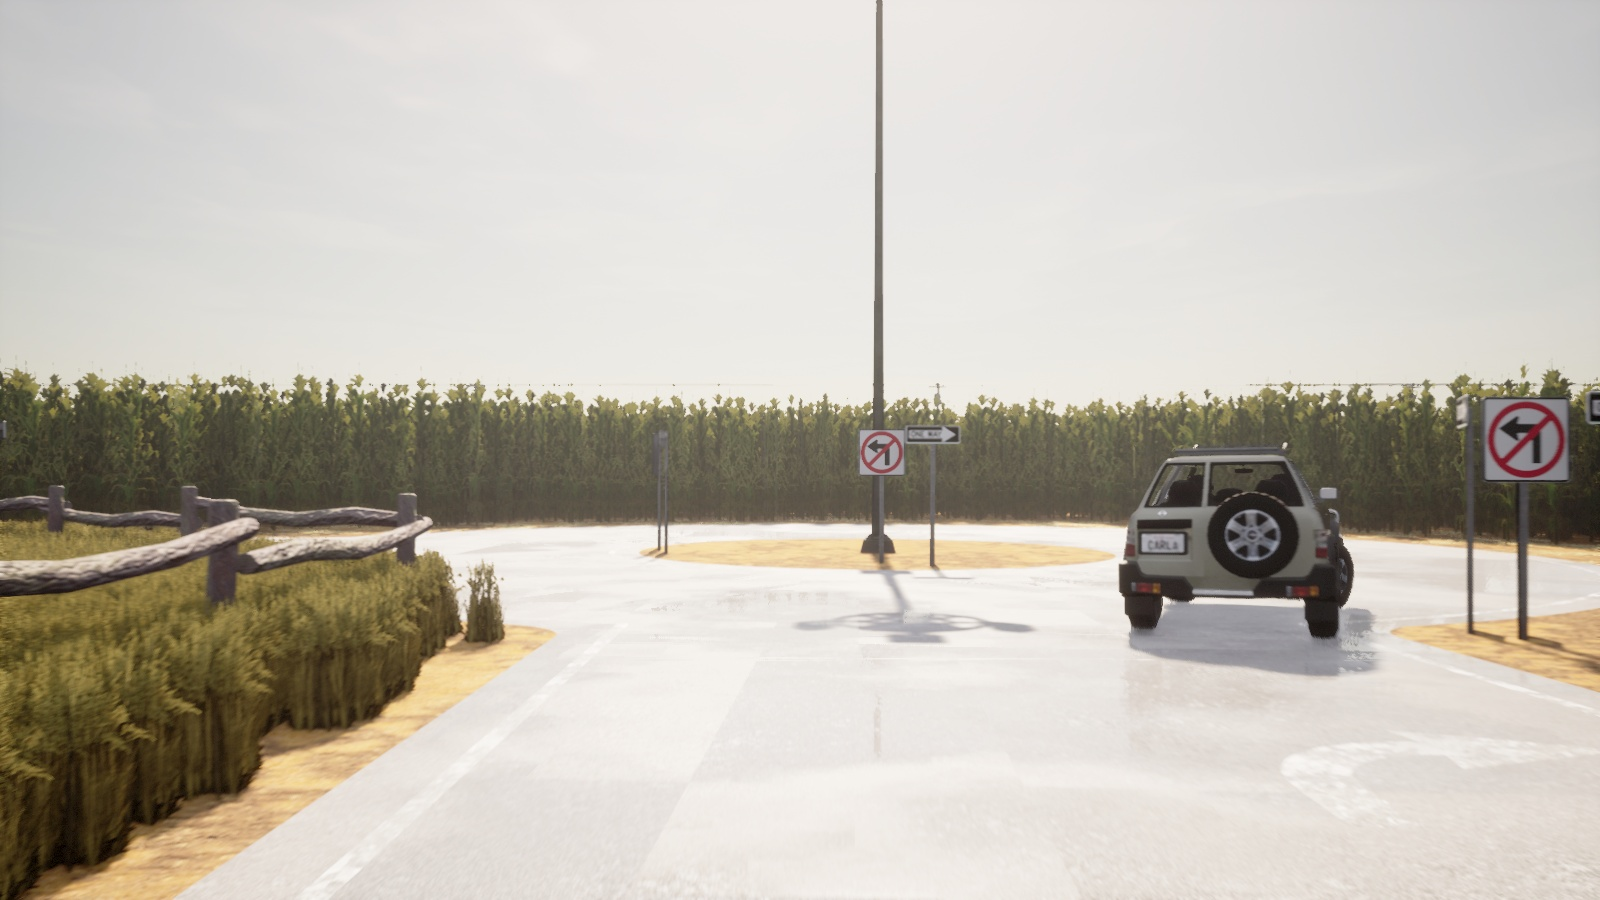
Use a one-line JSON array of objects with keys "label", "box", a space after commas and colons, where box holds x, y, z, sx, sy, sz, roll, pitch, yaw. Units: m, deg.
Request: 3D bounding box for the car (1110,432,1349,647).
[{"label": "car", "box": [4.740, 0.836, 13.391, 1.932, 1.855, 4.605, -2, -2, 24]}]
